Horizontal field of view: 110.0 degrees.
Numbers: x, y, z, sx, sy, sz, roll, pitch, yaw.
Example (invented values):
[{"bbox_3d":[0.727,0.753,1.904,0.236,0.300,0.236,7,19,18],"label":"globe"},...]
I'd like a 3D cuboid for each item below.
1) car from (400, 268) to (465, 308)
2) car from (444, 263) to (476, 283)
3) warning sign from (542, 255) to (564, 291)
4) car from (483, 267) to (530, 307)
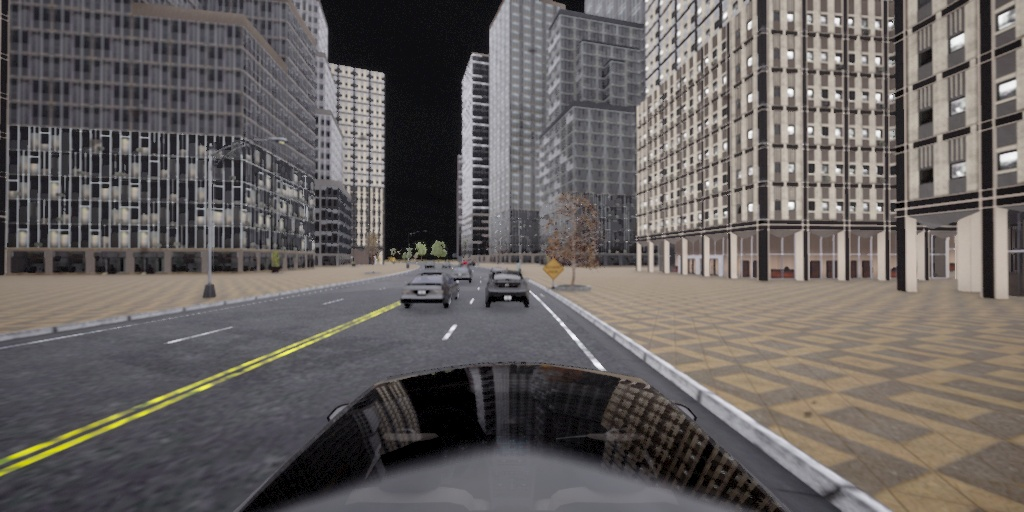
[{"bbox_3d":[-3.482,1.433,15.988,2.033,1.411,5.357,0,-1,-2],"label":"car"},{"bbox_3d":[-4.333,1.572,31.027,2.033,1.411,5.357,0,0,-4],"label":"car"},{"bbox_3d":[2.413,1.045,20.928,1.300,1.860,1.060,0,0,-3],"label":"warning sign"},{"bbox_3d":[-0.243,1.396,16.416,1.837,1.490,4.892,0,0,-2],"label":"car"}]
